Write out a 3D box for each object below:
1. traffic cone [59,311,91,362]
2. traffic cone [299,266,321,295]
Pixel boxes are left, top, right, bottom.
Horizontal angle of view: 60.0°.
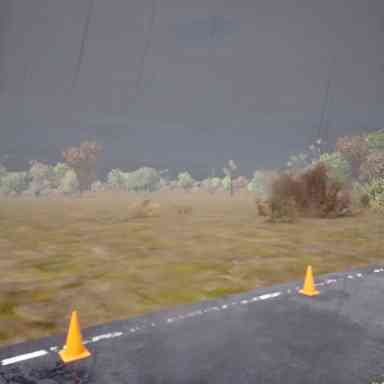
[{"bbox_3d":[-1.610,1.939,4.577,0.340,0.580,0.340,0,0,-35],"label":"traffic cone"},{"bbox_3d":[2.621,1.938,7.407,0.340,0.580,0.340,0,0,-33],"label":"traffic cone"}]
